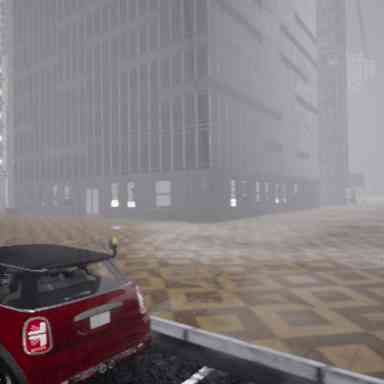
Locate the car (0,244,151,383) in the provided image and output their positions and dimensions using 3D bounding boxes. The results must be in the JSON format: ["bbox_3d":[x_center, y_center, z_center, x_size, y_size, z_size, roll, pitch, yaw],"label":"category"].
[{"bbox_3d":[-2.617,1.493,4.913,4.097,1.590,1.967,-1,-1,36],"label":"car"}]
